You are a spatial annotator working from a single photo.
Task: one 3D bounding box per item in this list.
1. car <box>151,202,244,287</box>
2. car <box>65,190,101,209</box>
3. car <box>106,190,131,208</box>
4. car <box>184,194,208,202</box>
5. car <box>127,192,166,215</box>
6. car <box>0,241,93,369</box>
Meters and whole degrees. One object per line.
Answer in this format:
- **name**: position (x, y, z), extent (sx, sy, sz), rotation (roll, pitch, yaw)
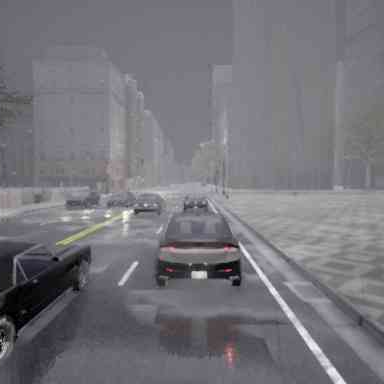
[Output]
- **car**: position (0.151, 1.238, 8.533), extent (2.128, 1.511, 4.902), rotation (0, 2, 0)
- **car**: position (-9.619, 0.611, 29.657), extent (1.882, 1.535, 5.008), rotation (0, 2, 0)
- **car**: position (-6.366, 0.630, 30.084), extent (1.837, 1.490, 4.892), rotation (0, 2, 0)
- **car**: position (0.304, 0.806, 27.447), extent (1.895, 1.301, 4.718), rotation (0, 2, 1)
- **car**: position (-2.978, 0.844, 24.114), extent (2.033, 1.411, 5.357), rotation (0, 2, 1)
- **car**: position (-3.143, 1.438, 5.323), extent (1.895, 1.301, 4.718), rotation (0, 2, 1)
